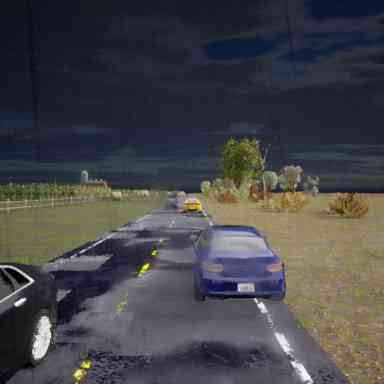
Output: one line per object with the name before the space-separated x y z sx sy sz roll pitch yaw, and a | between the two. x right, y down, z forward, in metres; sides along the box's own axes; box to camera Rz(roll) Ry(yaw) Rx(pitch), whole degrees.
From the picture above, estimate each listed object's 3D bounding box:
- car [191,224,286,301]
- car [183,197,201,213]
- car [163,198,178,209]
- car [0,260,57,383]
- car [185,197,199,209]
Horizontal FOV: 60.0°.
car | 0.951 1.524 8.174 1.812 1.442 4.674 0 0 0
car | 0.026 1.469 37.064 1.882 1.535 5.008 0 0 0
car | -2.815 1.537 45.418 2.033 1.411 5.357 0 0 0
car | -2.854 1.504 2.944 1.837 1.490 4.892 0 0 0
car | -0.041 1.467 47.244 1.882 1.535 5.008 0 0 1
